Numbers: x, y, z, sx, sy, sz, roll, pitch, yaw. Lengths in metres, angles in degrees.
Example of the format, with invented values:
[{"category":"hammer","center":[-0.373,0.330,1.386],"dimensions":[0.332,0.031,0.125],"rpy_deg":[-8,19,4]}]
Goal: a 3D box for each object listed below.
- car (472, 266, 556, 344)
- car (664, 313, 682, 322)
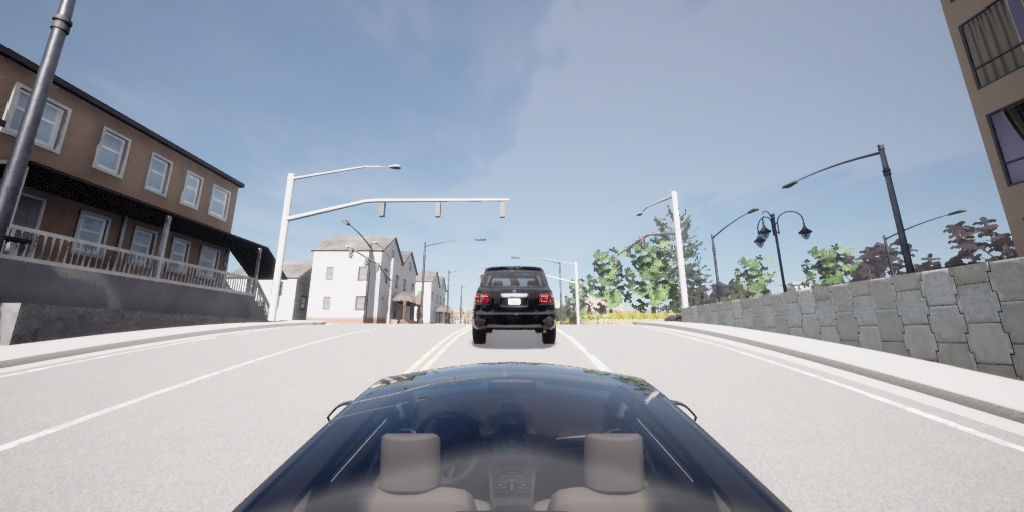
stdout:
[{"category":"car","center":[0.060,1.499,11.144],"dimensions":[2.150,2.045,5.566],"rpy_deg":[0,-7,0]},{"category":"car","center":[15.855,5.445,31.693],"dimensions":[4.553,1.767,2.097],"rpy_deg":[0,-12,1]}]
